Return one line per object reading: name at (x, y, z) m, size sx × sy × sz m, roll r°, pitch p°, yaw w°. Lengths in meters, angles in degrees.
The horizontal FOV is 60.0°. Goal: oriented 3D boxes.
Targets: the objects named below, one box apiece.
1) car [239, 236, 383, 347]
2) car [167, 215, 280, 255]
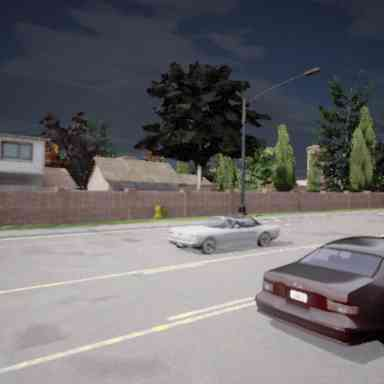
car at (3.597, 1.573, 6.309) m, size 5.357 × 1.411 × 2.033 m, roll 0°, pitch 0°, yaw -35°
car at (1.364, 1.635, 13.556) m, size 4.718 × 1.301 × 1.895 m, roll 0°, pitch 0°, yaw -35°
